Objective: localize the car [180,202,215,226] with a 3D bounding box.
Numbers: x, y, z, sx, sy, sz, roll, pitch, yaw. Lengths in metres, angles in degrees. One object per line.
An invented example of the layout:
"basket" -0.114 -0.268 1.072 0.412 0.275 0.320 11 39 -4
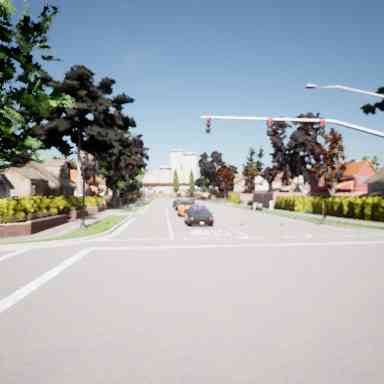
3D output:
"car" 0.453 1.753 25.310 2.033 1.411 5.357 0 0 -5

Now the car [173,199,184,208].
"car" -2.381 1.985 58.228 1.812 1.442 4.674 0 0 -5

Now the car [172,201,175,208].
"car" -1.398 1.861 46.574 2.128 1.511 4.902 0 -1 -5

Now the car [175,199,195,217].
"car" -0.383 1.631 34.903 2.097 1.767 4.553 0 0 -5
